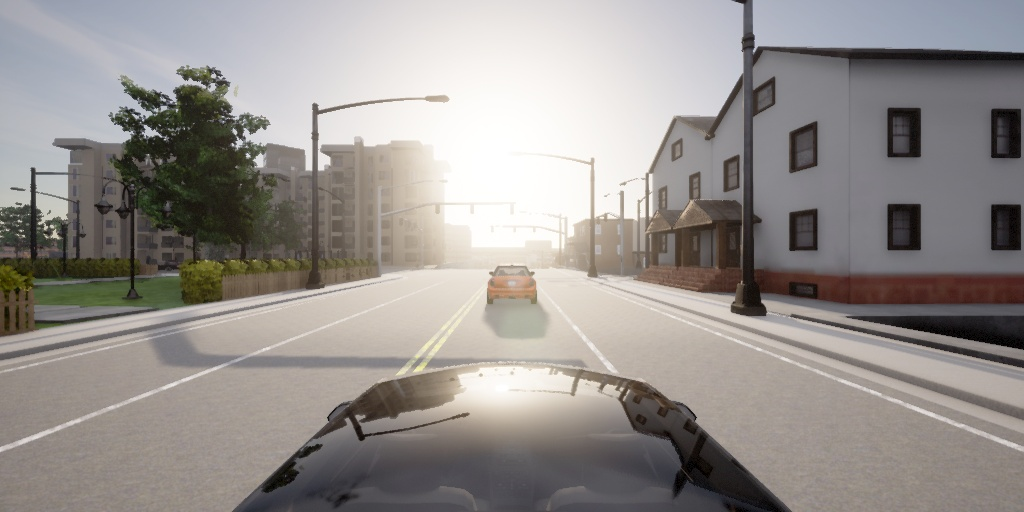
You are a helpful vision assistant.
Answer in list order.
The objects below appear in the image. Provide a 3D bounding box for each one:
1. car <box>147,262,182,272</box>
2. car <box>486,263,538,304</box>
[{"bbox_3d":[-44.626,1.365,46.079,4.718,1.301,1.895,0,0,1],"label":"car"},{"bbox_3d":[0.000,1.115,16.470,2.097,1.767,4.553,0,0,0],"label":"car"}]
